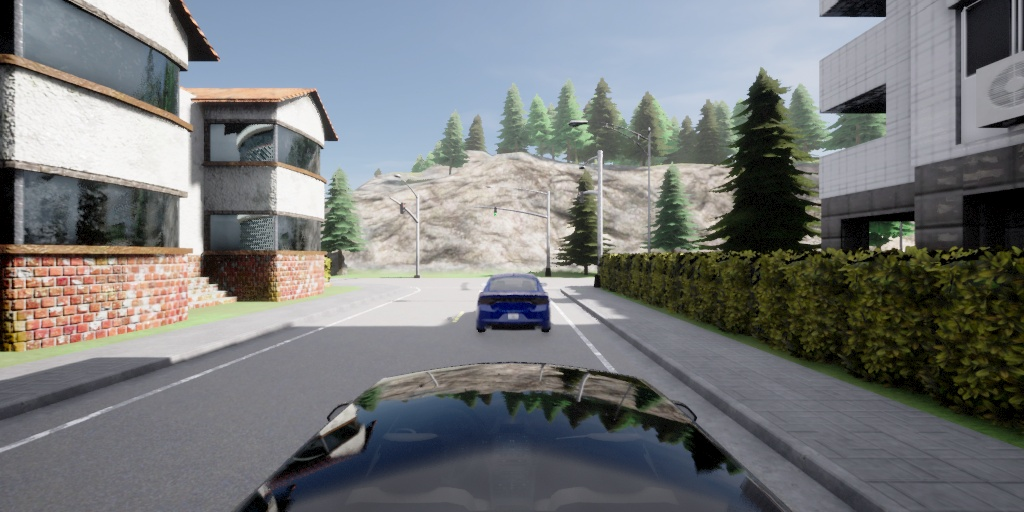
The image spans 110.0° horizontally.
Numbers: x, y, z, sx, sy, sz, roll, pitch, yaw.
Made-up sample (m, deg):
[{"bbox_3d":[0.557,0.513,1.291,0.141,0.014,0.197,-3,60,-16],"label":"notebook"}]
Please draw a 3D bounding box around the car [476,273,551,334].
[{"bbox_3d":[0.051,1.230,10.735,1.882,1.535,5.008,0,0,0],"label":"car"}]
